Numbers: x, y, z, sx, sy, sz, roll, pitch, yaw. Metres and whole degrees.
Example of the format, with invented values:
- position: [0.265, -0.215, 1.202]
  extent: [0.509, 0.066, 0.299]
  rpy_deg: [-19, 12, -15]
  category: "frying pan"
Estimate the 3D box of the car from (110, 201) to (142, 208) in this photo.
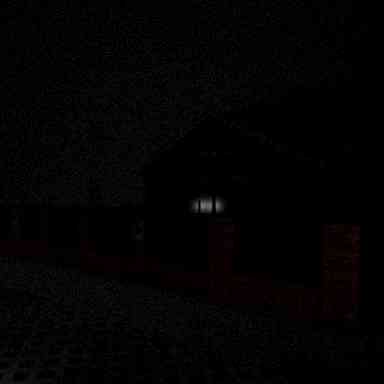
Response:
- position: [-6.077, 1.628, 29.032]
  extent: [2.097, 1.767, 4.553]
  rpy_deg: [-1, -1, 35]
  category: "car"
